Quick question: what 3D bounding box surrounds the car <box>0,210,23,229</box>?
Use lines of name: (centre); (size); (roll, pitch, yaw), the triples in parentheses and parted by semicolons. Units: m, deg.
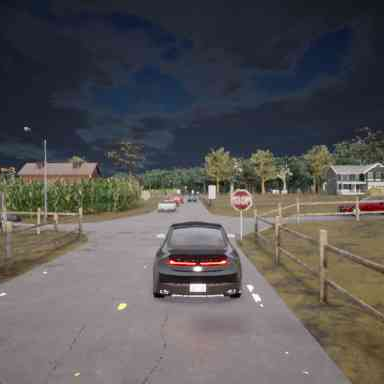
car: (-14.118, 1.642, 22.723); (4.553, 1.767, 2.097); (-1, -2, -2)

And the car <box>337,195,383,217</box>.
car: (13.784, 1.027, 25.537); (5.008, 1.535, 1.882); (-2, -2, 0)

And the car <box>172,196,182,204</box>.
car: (-2.804, 1.569, 48.125); (1.895, 1.301, 4.718); (0, 0, 0)

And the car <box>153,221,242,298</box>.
car: (0.106, 1.509, 8.522); (1.837, 1.490, 4.892); (0, 0, 0)

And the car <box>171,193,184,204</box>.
car: (-2.757, 1.178, 62.529); (2.150, 2.045, 5.566); (0, 0, 0)

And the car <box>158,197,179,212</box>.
car: (-2.823, 1.581, 38.023); (1.895, 1.301, 4.718); (0, 0, 0)

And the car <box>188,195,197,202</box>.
car: (0.060, 1.492, 70.349); (1.994, 1.385, 4.181); (0, 0, 0)

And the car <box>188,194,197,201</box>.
car: (0.071, 1.310, 80.362); (2.033, 1.411, 5.357); (0, 0, 0)
